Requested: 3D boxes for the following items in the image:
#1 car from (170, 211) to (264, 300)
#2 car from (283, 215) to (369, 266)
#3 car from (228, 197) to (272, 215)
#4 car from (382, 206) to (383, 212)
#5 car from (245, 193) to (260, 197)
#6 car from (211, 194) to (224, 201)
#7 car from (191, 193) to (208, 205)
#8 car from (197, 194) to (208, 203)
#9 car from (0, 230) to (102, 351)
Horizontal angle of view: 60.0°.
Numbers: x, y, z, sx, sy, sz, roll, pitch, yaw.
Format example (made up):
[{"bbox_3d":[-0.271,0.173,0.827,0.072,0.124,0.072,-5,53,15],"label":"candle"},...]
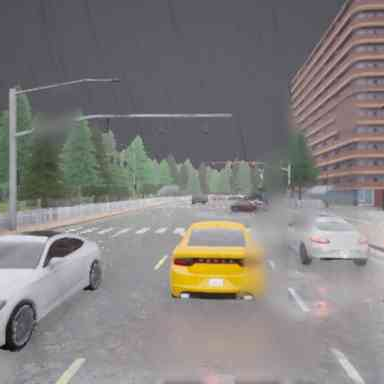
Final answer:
[{"bbox_3d":[0.651,1.477,8.462,1.882,1.535,5.008,0,0,5],"label":"car"},{"bbox_3d":[4.428,1.525,11.497,1.812,1.442,4.674,0,0,5],"label":"car"},{"bbox_3d":[6.089,1.558,34.968,4.674,1.442,1.812,0,1,45],"label":"car"},{"bbox_3d":[22.429,1.557,34.501,4.892,1.490,1.837,0,0,5],"label":"car"},{"bbox_3d":[15.130,1.492,86.809,1.837,1.490,4.892,0,0,34],"label":"car"},{"bbox_3d":[6.655,1.347,86.219,2.097,1.767,4.553,0,0,27],"label":"car"},{"bbox_3d":[1.160,1.210,59.462,2.150,2.045,5.566,0,1,5],"label":"car"},{"bbox_3d":[2.325,1.349,72.122,2.097,1.767,4.553,0,0,6],"label":"car"},{"bbox_3d":[-3.184,1.525,6.363,1.812,1.442,4.674,0,0,4],"label":"car"}]
